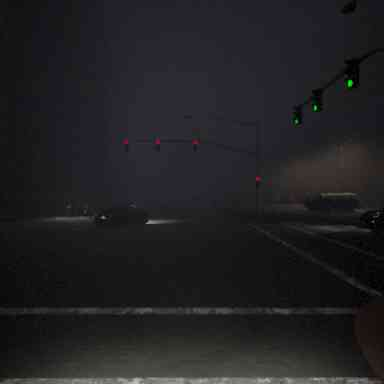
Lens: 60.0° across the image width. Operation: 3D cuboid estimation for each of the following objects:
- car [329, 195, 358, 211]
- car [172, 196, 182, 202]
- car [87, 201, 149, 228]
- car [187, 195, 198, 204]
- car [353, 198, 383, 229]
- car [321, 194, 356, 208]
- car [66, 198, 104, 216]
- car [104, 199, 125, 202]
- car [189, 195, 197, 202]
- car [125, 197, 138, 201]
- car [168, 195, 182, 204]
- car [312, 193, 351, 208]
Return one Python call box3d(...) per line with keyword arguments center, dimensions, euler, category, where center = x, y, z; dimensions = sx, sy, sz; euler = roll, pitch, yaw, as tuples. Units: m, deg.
box3d(center=(21.805, 1.480, 46.625), dimensions=(3.806, 1.475, 1.970), euler=(0, 0, 1), category="car")
box3d(center=(-3.294, 1.503, 73.900), dimensions=(1.895, 1.301, 4.718), euler=(0, 0, 0), category="car")
box3d(center=(-4.768, 1.602, 22.876), dimensions=(1.994, 1.385, 4.181), euler=(0, 0, 26), category="car")
box3d(center=(0.134, 1.392, 63.716), dimensions=(2.097, 1.767, 4.553), euler=(0, 0, 0), category="car")
box3d(center=(13.263, 1.421, 21.281), dimensions=(4.553, 1.767, 2.097), euler=(0, 0, 1), category="car")
box3d(center=(21.847, 1.450, 49.519), dimensions=(3.905, 1.438, 1.784), euler=(0, 0, 1), category="car")
box3d(center=(-10.673, 1.372, 32.880), dimensions=(2.097, 1.767, 4.553), euler=(0, 0, 0), category="car")
box3d(center=(-10.602, 1.574, 43.134), dimensions=(2.033, 1.411, 5.357), euler=(0, 0, 0), category="car")
box3d(center=(0.206, 1.408, 73.845), dimensions=(1.837, 1.490, 4.892), euler=(0, 0, 0), category="car")
box3d(center=(-10.469, 1.599, 56.660), dimensions=(1.994, 1.385, 4.181), euler=(0, 0, 2), category="car")
box3d(center=(-3.366, 1.392, 63.742), dimensions=(2.097, 1.767, 4.553), euler=(0, 0, 0), category="car")
box3d(center=(21.834, 1.241, 52.203), dimensions=(4.605, 1.855, 1.932), euler=(0, 0, 1), category="car")
